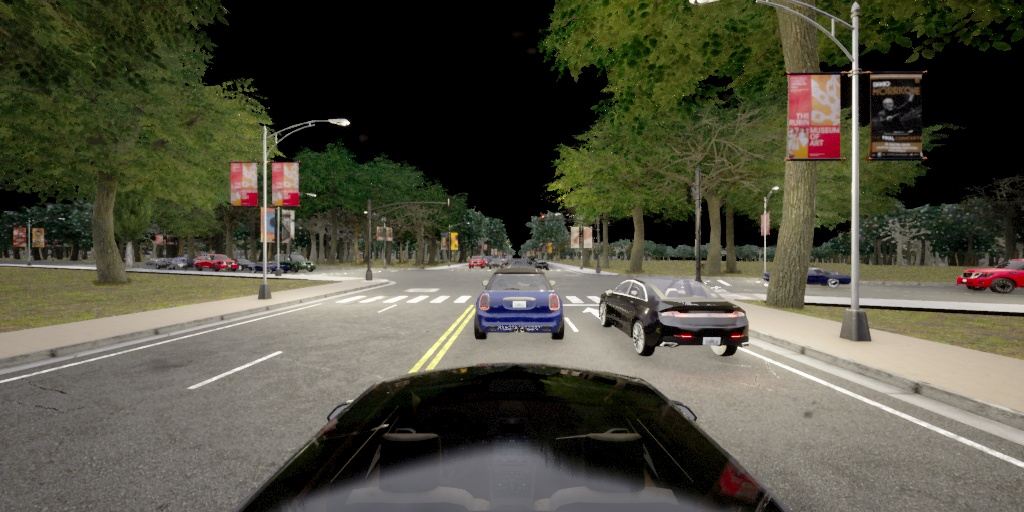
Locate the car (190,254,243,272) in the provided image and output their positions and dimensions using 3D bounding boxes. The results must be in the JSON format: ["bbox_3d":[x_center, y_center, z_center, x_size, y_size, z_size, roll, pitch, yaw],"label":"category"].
[{"bbox_3d":[-35.099,0.796,42.508,5.566,2.045,2.150,0,0,24],"label":"car"}]

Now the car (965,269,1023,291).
[{"bbox_3d":[33.114,1.548,22.957,4.718,1.301,1.895,0,0,24],"label":"car"}]

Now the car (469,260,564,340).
[{"bbox_3d":[0.192,1.102,10.150,2.097,1.767,4.553,0,0,1],"label":"car"}]

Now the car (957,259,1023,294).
[{"bbox_3d":[30.130,1.159,20.728,5.566,2.045,2.150,0,0,24],"label":"car"}]

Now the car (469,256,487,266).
[{"bbox_3d":[-5.626,0.978,57.962,2.150,2.045,5.566,0,0,1],"label":"car"}]

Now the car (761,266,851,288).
[{"bbox_3d":[20.395,1.478,25.070,4.718,1.301,1.895,0,0,24],"label":"car"}]

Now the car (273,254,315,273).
[{"bbox_3d":[-25.538,0.840,41.810,5.566,2.045,2.150,0,0,24],"label":"car"}]

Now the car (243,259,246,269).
[{"bbox_3d":[-34.701,1.074,45.899,4.892,1.490,1.837,0,0,24],"label":"car"}]

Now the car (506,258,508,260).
[{"bbox_3d":[-2.205,1.359,64.886,1.895,1.301,4.718,0,0,1],"label":"car"}]

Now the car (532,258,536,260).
[{"bbox_3d":[4.192,1.260,51.651,1.837,1.490,4.892,0,0,1],"label":"car"}]

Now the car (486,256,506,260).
[{"bbox_3d":[-2.397,1.108,55.895,2.097,1.767,4.553,0,0,1],"label":"car"}]

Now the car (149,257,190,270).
[{"bbox_3d":[-44.292,1.020,46.627,4.902,1.511,2.128,0,0,24],"label":"car"}]

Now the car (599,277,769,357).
[{"bbox_3d":[3.429,1.242,8.562,2.128,1.511,4.902,0,0,0],"label":"car"}]

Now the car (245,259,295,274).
[{"bbox_3d":[-25.959,1.225,38.419,4.718,1.301,1.895,0,0,27],"label":"car"}]
